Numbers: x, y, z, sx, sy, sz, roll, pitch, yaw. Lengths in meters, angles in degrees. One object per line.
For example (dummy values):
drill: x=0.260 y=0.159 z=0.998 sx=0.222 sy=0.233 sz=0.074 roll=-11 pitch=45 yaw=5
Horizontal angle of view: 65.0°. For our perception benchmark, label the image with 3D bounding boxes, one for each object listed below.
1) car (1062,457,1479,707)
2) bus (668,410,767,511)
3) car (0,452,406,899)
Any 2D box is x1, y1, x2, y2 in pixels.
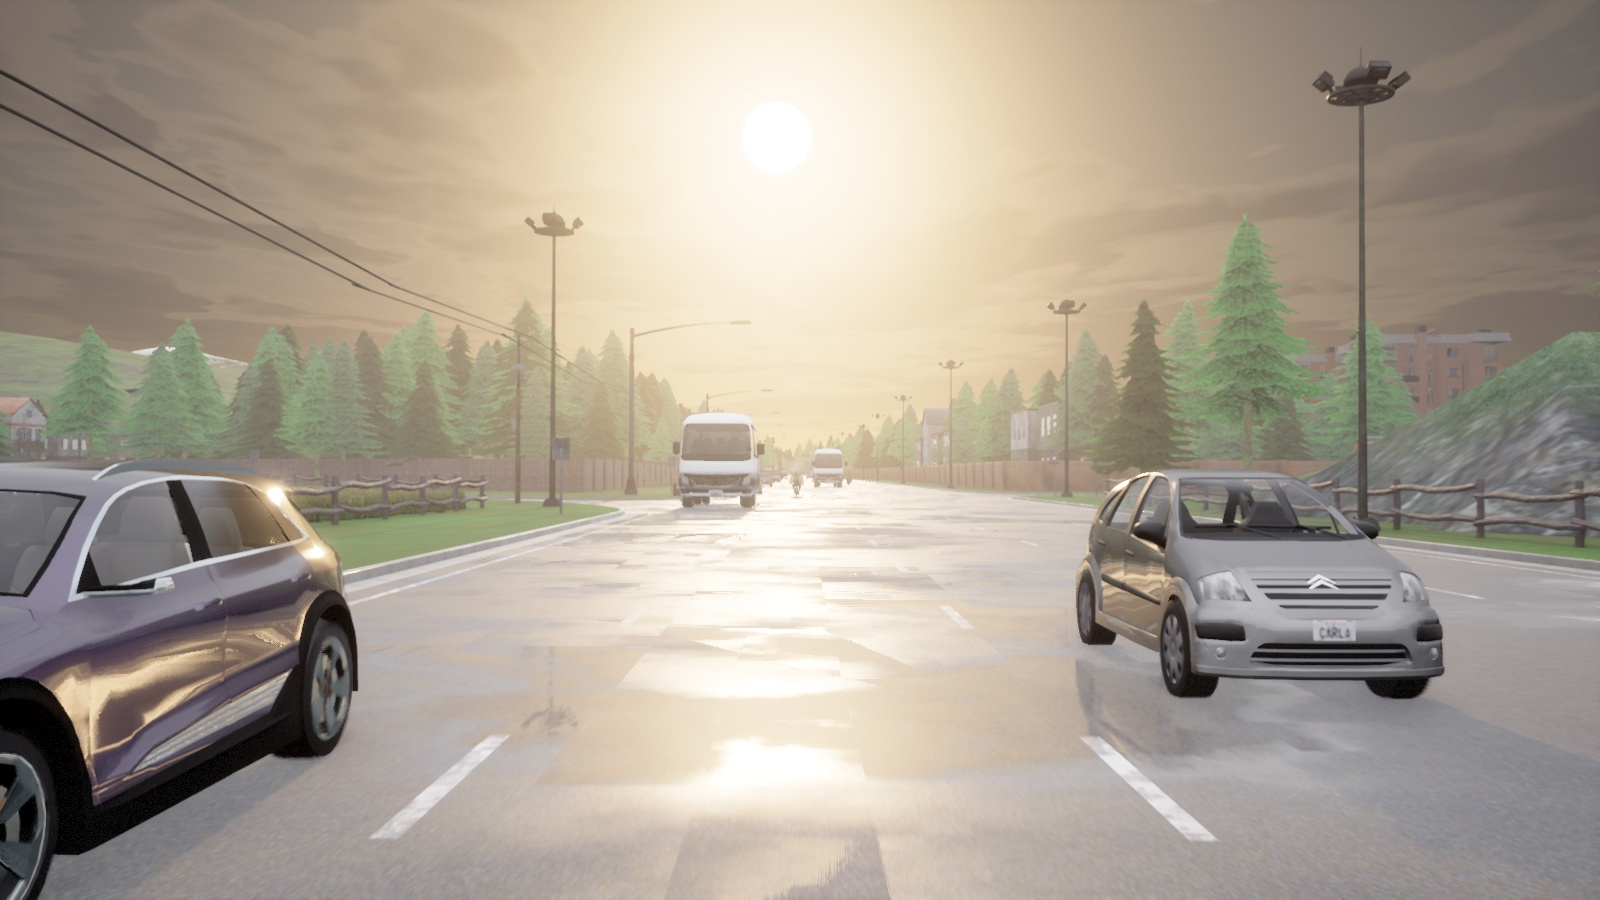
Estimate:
car: x=3.475 y=0.890 z=10.159 sx=1.851 sy=1.617 sz=3.988 roll=0 pitch=-1 yaw=0
bus: x=-3.648 y=0.545 z=58.526 sx=3.944 sy=4.253 sz=10.273 roll=0 pitch=-1 yaw=0
car: x=-3.513 y=0.865 z=5.535 sx=2.033 sy=1.649 sz=4.856 roll=0 pitch=-1 yaw=0
